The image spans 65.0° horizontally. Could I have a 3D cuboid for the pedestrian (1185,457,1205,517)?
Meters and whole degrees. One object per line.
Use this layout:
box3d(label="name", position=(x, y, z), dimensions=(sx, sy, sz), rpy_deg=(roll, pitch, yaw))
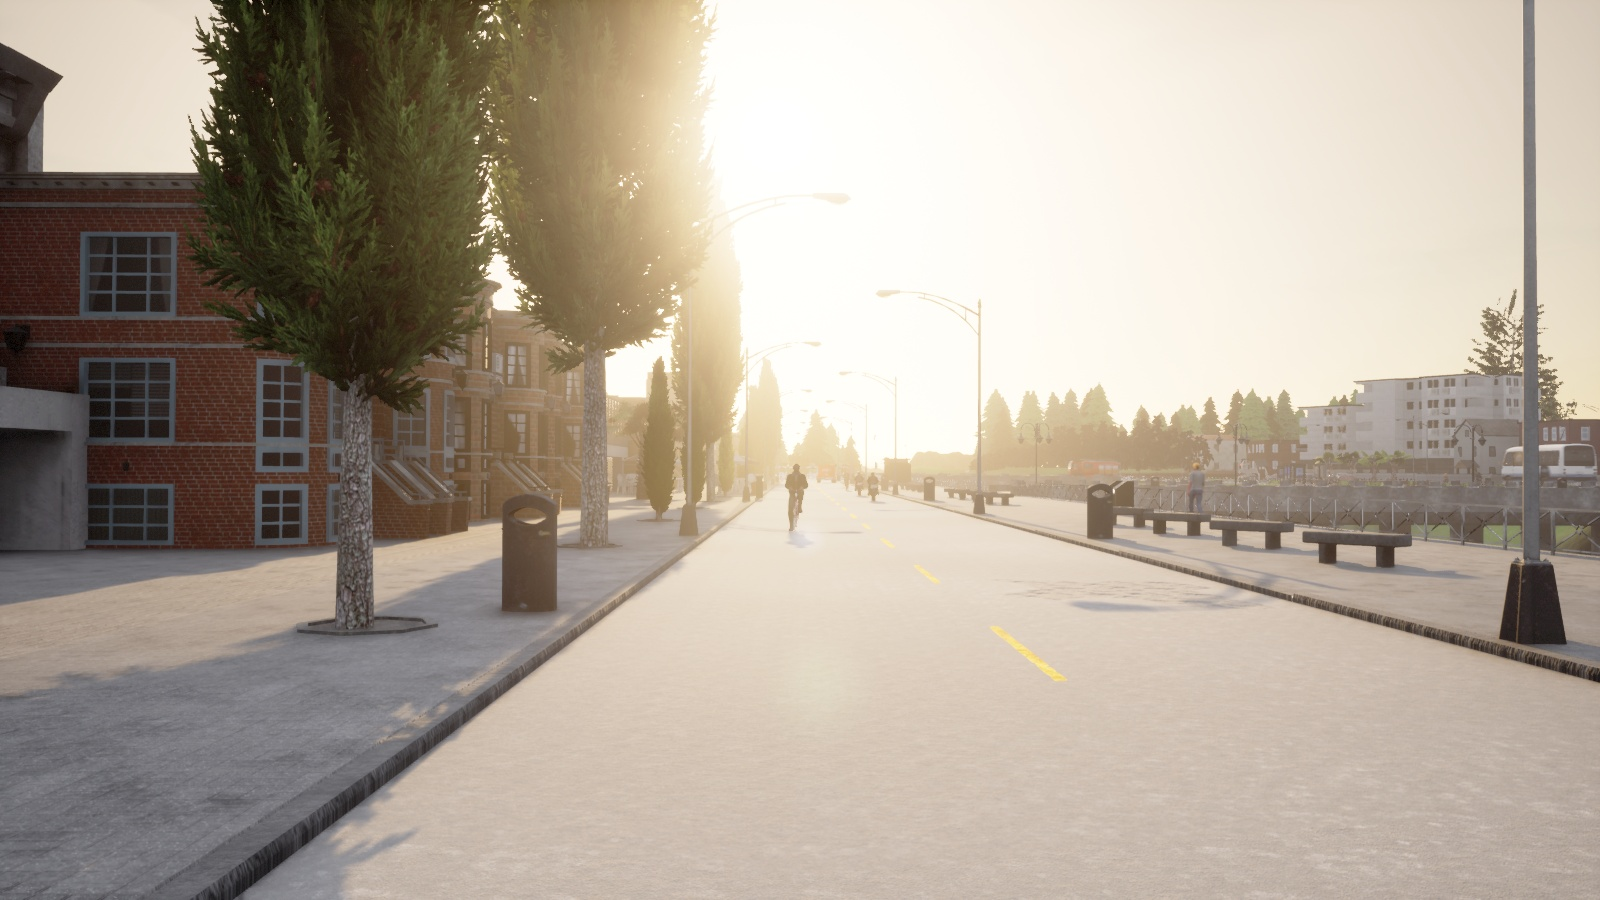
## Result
box3d(label="pedestrian", position=(12.184, 1.124, 38.721), dimensions=(0.354, 1.836, 0.706), rpy_deg=(0, -1, -2))
